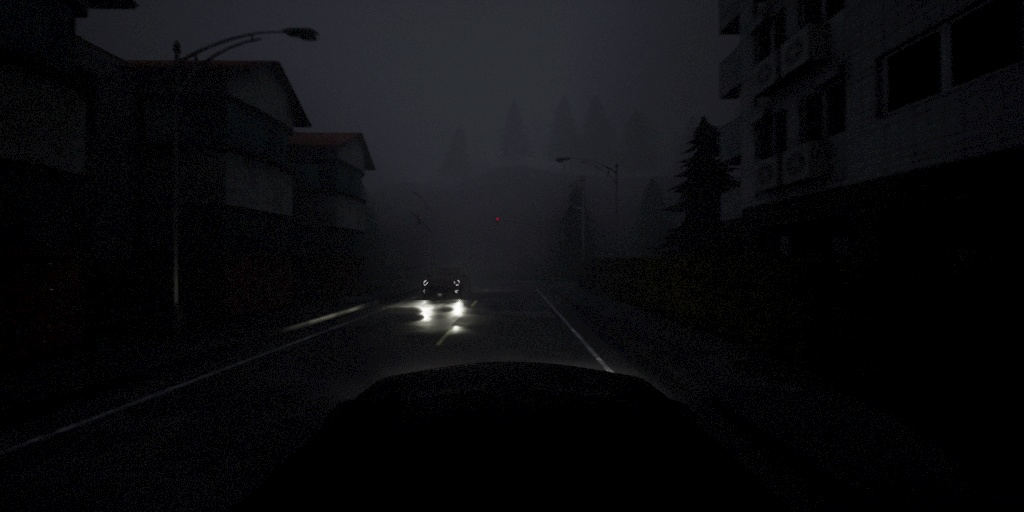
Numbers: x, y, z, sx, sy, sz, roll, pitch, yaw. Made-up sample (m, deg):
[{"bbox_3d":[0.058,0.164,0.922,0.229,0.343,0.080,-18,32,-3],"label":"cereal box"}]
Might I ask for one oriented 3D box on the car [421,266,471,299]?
[{"bbox_3d":[-3.547,1.357,19.973,2.097,1.767,4.553,0,-1,0],"label":"car"}]
